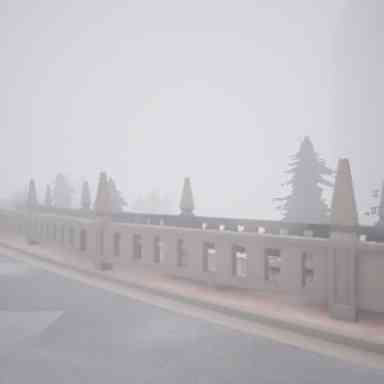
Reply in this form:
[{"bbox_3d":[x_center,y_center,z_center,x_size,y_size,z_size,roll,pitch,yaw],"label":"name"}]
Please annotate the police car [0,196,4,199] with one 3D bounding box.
[{"bbox_3d":[-34.225,1.605,58.868,1.930,1.638,5.238,0,0,-8],"label":"police car"}]
